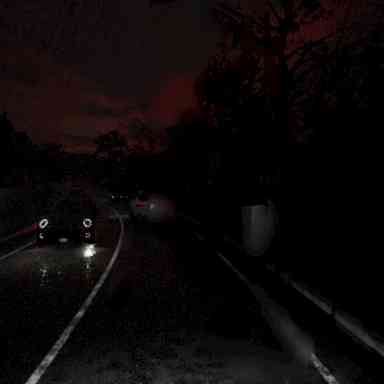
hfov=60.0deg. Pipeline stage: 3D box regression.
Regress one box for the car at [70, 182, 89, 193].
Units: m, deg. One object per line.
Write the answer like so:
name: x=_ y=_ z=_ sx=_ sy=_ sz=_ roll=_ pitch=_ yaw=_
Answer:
car: x=-16.007 y=-0.357 z=47.249 sx=2.150 sy=2.045 sz=5.566 roll=1 pitch=2 yaw=-23

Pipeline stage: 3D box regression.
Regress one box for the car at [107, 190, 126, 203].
car: x=-8.767 y=0.500 z=39.245 sx=2.033 sy=1.411 sz=5.357 roll=1 pitch=2 yaw=-22

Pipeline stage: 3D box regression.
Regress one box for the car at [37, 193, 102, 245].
car: x=-5.092 y=1.128 z=14.355 sx=2.097 sy=1.767 sz=4.553 roll=0 pitch=1 yaw=-11

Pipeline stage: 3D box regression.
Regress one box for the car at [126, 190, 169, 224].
car: x=-2.882 y=0.858 z=21.771 sx=2.150 sy=2.045 sz=5.566 roll=1 pitch=2 yaw=-14
